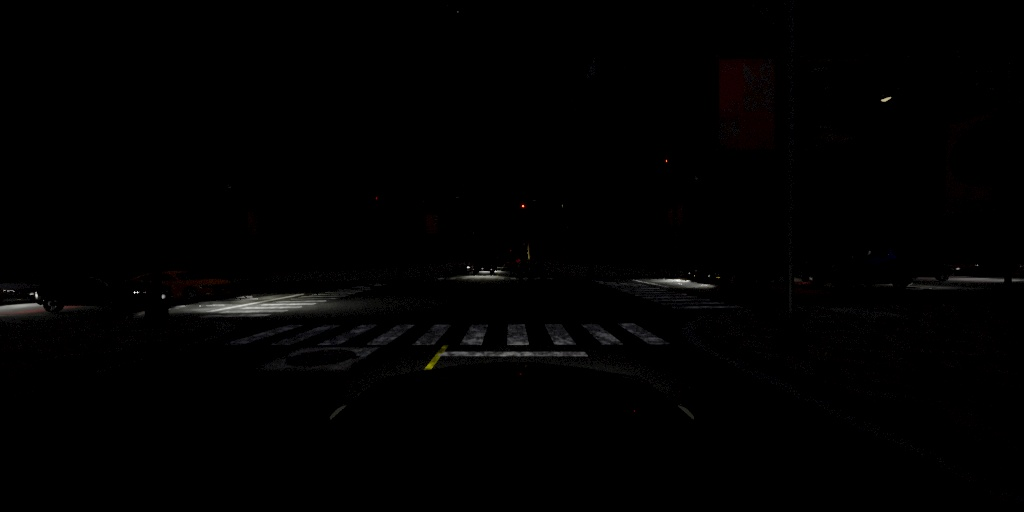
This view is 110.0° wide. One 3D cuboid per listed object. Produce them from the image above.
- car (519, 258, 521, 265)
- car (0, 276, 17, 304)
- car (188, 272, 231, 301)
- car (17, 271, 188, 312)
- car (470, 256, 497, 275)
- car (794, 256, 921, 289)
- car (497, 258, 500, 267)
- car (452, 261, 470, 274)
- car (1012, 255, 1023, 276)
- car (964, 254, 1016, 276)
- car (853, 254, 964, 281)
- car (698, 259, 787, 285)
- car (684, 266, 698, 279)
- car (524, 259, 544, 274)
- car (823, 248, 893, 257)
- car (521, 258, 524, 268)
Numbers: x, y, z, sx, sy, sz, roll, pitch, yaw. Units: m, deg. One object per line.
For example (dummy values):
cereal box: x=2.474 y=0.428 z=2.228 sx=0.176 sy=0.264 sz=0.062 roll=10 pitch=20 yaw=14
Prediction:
car: x=2.661 y=1.311 z=57.422 sx=2.007 sy=1.370 sz=4.403 roll=0 pitch=0 yaw=0
car: x=-27.622 y=1.763 z=18.861 sx=4.674 sy=1.442 sz=1.812 roll=-1 pitch=0 yaw=0
car: x=-17.647 y=1.528 z=18.878 sx=5.008 sy=1.535 sz=1.882 roll=-1 pitch=0 yaw=2
car: x=-17.625 y=1.546 z=15.634 sx=4.902 sy=1.511 sz=2.128 roll=-1 pitch=0 yaw=2
car: x=-3.121 y=0.976 z=40.441 sx=2.150 sy=2.045 sz=5.566 roll=0 pitch=0 yaw=0
car: x=18.052 y=0.932 z=18.897 sx=4.674 sy=1.442 sz=1.812 roll=-1 pitch=0 yaw=0
car: x=-3.169 y=1.322 z=50.480 sx=1.994 sy=1.385 sz=4.181 roll=0 pitch=0 yaw=-1
car: x=-5.787 y=1.305 z=41.053 sx=2.007 sy=1.370 sz=4.403 roll=0 pitch=0 yaw=0
car: x=34.924 y=0.710 z=22.394 sx=4.718 sy=1.301 sz=1.895 roll=-1 pitch=0 yaw=0
car: x=34.357 y=0.605 z=25.640 sx=4.902 sy=1.511 sz=2.128 roll=-1 pitch=0 yaw=0
car: x=24.617 y=0.812 z=22.389 sx=4.674 sy=1.442 sz=1.812 roll=-1 pitch=0 yaw=0
car: x=14.734 y=0.965 z=22.351 sx=4.892 sy=1.490 sz=1.837 roll=-1 pitch=0 yaw=2
car: x=14.661 y=1.020 z=25.621 sx=4.181 sy=1.385 sz=1.994 roll=-1 pitch=0 yaw=0
car: x=2.738 y=1.305 z=41.089 sx=2.007 sy=1.370 sz=4.403 roll=0 pitch=0 yaw=0
car: x=24.137 y=0.510 z=25.636 sx=5.566 sy=2.045 sz=2.150 roll=-1 pitch=0 yaw=0
car: x=2.686 y=1.303 z=51.978 sx=1.888 sy=1.381 sz=4.507 roll=0 pitch=0 yaw=0
